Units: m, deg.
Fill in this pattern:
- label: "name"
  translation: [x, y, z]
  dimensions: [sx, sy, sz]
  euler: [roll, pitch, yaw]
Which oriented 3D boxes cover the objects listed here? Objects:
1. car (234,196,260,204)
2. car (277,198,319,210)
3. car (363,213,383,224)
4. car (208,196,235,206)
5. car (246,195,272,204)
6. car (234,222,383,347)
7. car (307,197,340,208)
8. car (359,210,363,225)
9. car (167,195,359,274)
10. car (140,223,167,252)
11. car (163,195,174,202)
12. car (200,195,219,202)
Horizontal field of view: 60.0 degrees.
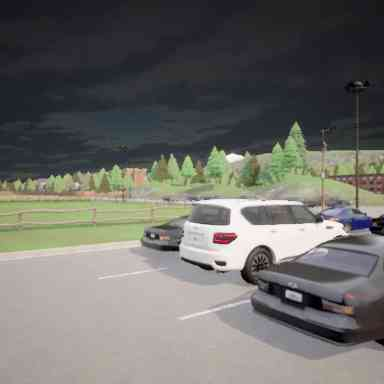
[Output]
- label: "car"
  translation: [10.340, 1.497, 62.686]
  dimensions: [1.837, 1.490, 4.892]
  euler: [0, 0, -36]
- label: "car"
  translation: [14.355, 1.539, 45.322]
  dimensions: [2.033, 1.411, 5.357]
  euler: [0, 0, -36]
- label: "car"
  translation: [10.340, 1.474, 15.498]
  dimensions: [5.008, 1.535, 1.882]
  euler: [0, 0, -35]
- label: "car"
  translation: [5.135, 1.470, 57.909]
  dimensions: [1.882, 1.535, 5.008]
  euler: [0, 1, -36]
- label: "car"
  translation: [13.023, 1.467, 64.983]
  dimensions: [1.882, 1.535, 5.008]
  euler: [0, 0, -36]
- label: "car"
  translation: [3.507, 1.546, 6.268]
  dimensions: [5.357, 1.411, 2.033]
  euler: [0, 0, -36]
- label: "car"
  translation: [19.715, 1.554, 49.857]
  dimensions: [1.994, 1.385, 4.181]
  euler: [0, 0, -36]
- label: "car"
  translation: [8.475, 1.522, 18.460]
  dimensions: [4.674, 1.442, 1.812]
  euler: [0, 0, -36]
- label: "car"
  translation: [2.275, 1.220, 9.689]
  dimensions: [5.566, 2.045, 2.150]
  euler: [0, 0, -35]
- label: "car"
  translation: [0.694, 1.546, 12.860]
  dimensions: [5.357, 1.411, 2.033]
  euler: [0, 0, -36]
- label: "car"
  translation: [-4.330, 1.452, 70.949]
  dimensions: [2.128, 1.511, 4.902]
  euler: [0, 0, -36]
- label: "car"
  translation: [4.035, 1.444, 77.296]
  dimensions: [1.812, 1.442, 4.674]
  euler: [0, 0, -36]
